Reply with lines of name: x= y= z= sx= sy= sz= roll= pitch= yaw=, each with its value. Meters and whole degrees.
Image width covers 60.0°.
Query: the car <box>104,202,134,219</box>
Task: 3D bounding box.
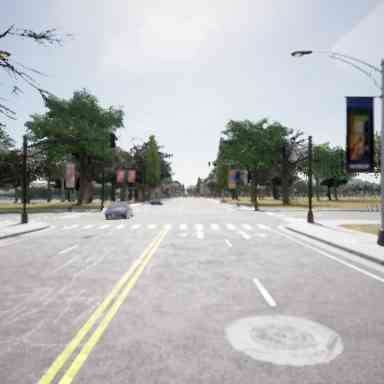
car: x=-6.500 y=1.639 z=29.948 sx=1.812 sy=1.442 sz=4.674 roll=0 pitch=0 yaw=0

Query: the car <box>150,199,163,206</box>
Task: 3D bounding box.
car: x=-6.496 y=1.883 z=60.732 sx=1.895 sy=1.301 sz=4.718 roll=0 pitch=0 yaw=0
